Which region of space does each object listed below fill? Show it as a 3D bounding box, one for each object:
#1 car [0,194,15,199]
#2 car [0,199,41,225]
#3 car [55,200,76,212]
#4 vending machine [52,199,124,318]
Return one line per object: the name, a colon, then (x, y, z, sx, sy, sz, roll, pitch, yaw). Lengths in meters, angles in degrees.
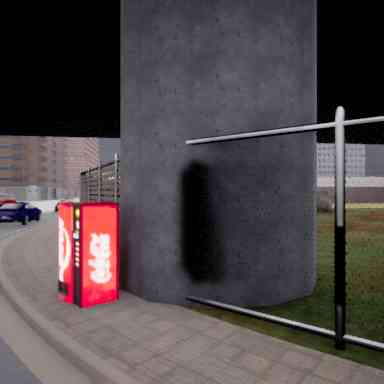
car: (-26.025, 1.224, 45.356, 2.150, 2.045, 5.566, 0, 0, -8)
car: (-12.333, 1.478, 23.783, 1.882, 1.535, 5.008, 0, 0, -9)
car: (-14.383, 1.564, 38.468, 1.994, 1.385, 4.181, 0, 0, -8)
vending machine: (-2.071, 1.195, 6.635, 1.100, 2.100, 0.880, 0, 0, -41)
